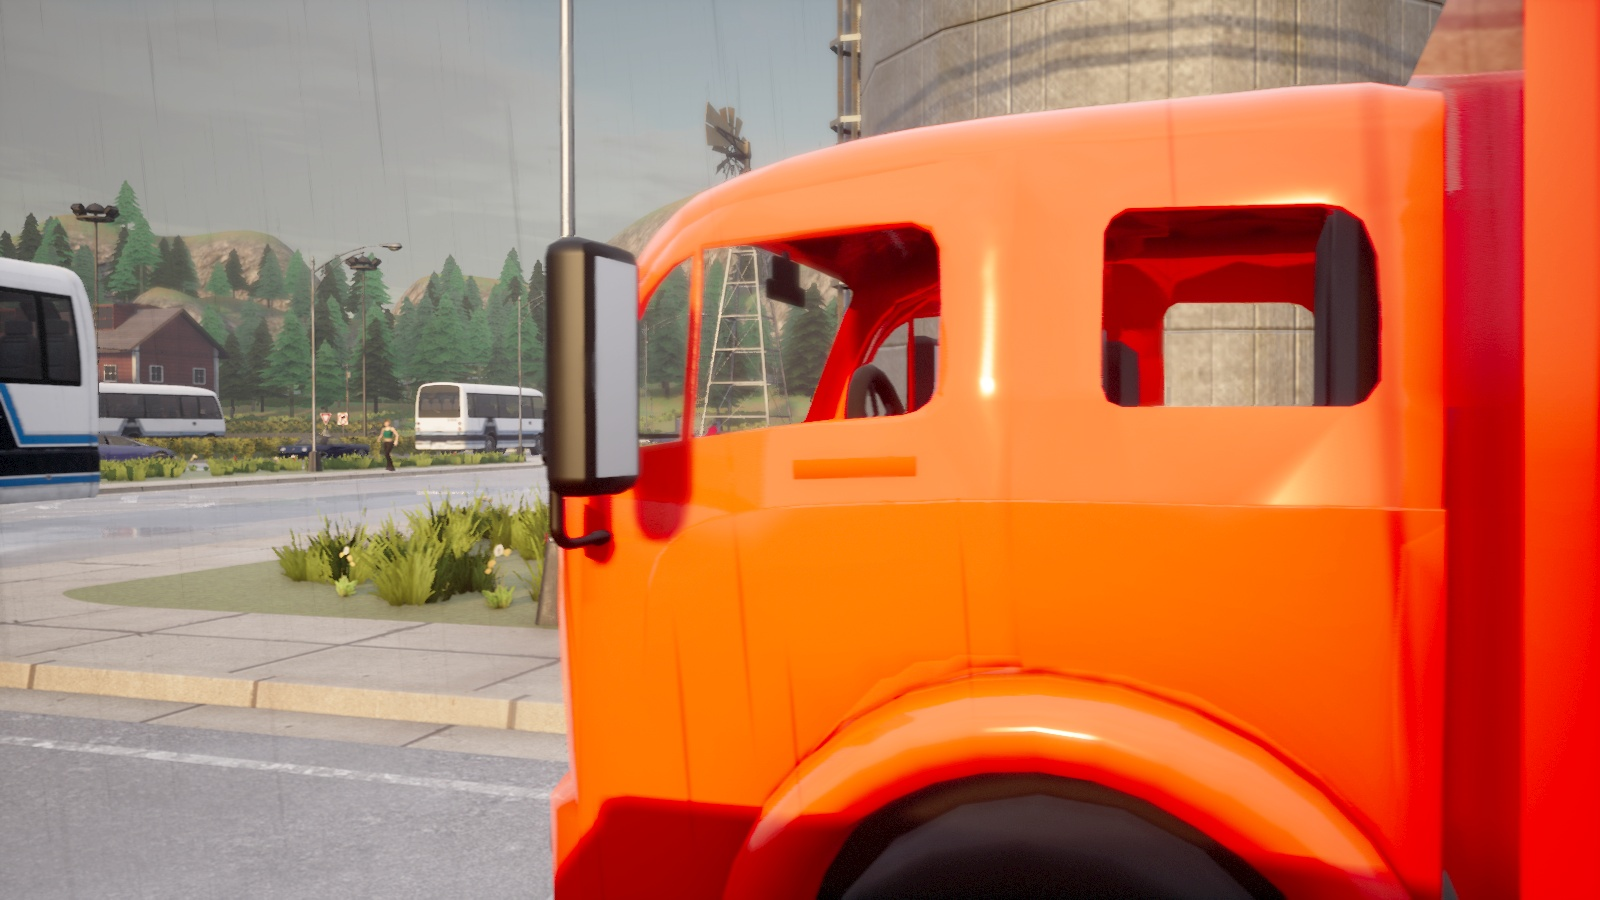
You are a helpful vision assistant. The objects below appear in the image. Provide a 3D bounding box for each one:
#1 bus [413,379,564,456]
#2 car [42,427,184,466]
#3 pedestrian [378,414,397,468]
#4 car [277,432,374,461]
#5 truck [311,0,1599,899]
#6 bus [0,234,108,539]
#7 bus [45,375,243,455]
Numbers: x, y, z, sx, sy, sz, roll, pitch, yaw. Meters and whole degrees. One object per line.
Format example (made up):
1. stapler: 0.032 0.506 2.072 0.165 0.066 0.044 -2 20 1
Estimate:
1. bus: -18.421 -1.886 75.278 3.944 4.253 10.273 1 1 18
2. car: -27.790 -0.156 50.855 4.792 1.488 2.163 0 1 -36
3. pedestrian: -14.101 -0.299 42.929 0.345 1.836 0.594 1 1 17
4. car: -23.033 -0.201 61.174 1.895 1.301 4.718 1 1 18
5. truck: 2.078 0.309 2.455 5.204 2.467 2.627 1 1 20
6. bus: -13.638 -0.865 14.813 3.944 4.253 10.273 1 1 11
7. bus: -37.520 -1.939 72.517 3.944 4.253 10.273 1 1 18
